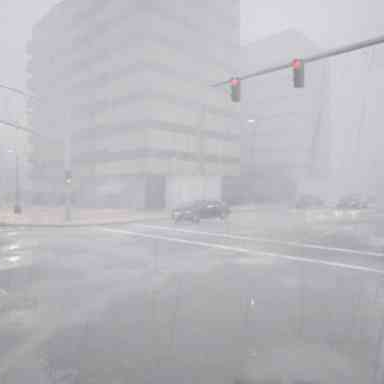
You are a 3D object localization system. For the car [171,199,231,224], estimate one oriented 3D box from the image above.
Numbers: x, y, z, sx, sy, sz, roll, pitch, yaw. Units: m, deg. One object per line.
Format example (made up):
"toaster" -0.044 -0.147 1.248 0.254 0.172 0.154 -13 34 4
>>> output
"car" 0.673 1.246 22.974 2.128 1.511 4.902 0 1 44

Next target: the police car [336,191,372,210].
"police car" 16.544 1.011 34.423 2.038 1.542 4.974 0 1 44

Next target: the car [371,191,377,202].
"car" 25.508 0.680 48.913 2.097 1.767 4.553 0 1 44

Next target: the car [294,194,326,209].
"car" 12.674 1.022 35.573 1.837 1.490 4.892 0 1 44
